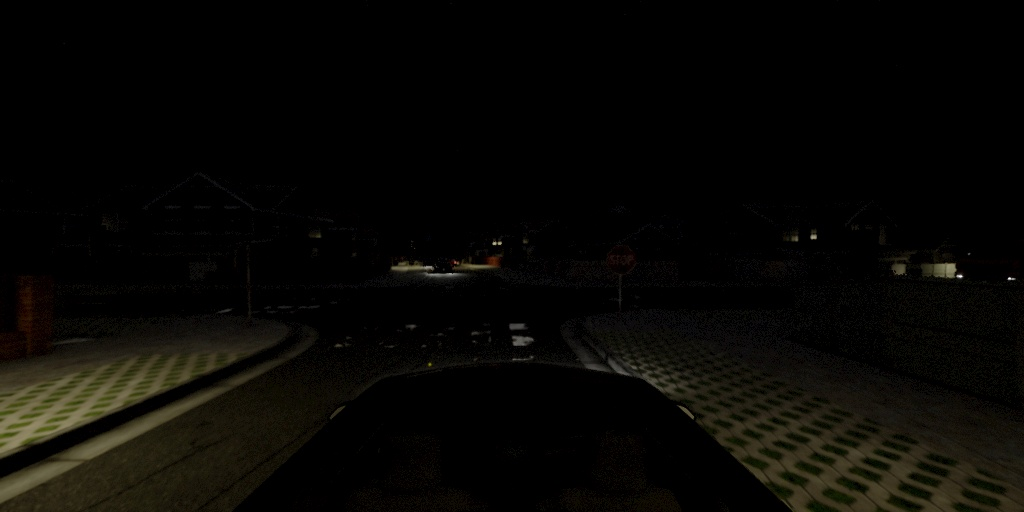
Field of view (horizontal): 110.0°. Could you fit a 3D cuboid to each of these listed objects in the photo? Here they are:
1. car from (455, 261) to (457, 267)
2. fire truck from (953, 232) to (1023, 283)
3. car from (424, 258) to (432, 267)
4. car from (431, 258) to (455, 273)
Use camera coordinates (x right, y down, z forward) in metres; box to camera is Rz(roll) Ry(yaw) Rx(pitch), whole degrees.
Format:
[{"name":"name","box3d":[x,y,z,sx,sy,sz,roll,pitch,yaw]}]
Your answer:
[{"name":"car","box3d":[-10.141,1.072,58.148,1.895,1.301,4.718,-1,0,-17]},{"name":"fire truck","box3d":[35.370,0.337,24.999,8.468,3.827,2.891,1,1,-17]},{"name":"car","box3d":[-13.787,1.046,60.514,1.994,1.385,4.181,-1,0,-17]},{"name":"car","box3d":[-7.587,1.105,39.372,1.812,1.442,4.674,0,0,-14]}]
